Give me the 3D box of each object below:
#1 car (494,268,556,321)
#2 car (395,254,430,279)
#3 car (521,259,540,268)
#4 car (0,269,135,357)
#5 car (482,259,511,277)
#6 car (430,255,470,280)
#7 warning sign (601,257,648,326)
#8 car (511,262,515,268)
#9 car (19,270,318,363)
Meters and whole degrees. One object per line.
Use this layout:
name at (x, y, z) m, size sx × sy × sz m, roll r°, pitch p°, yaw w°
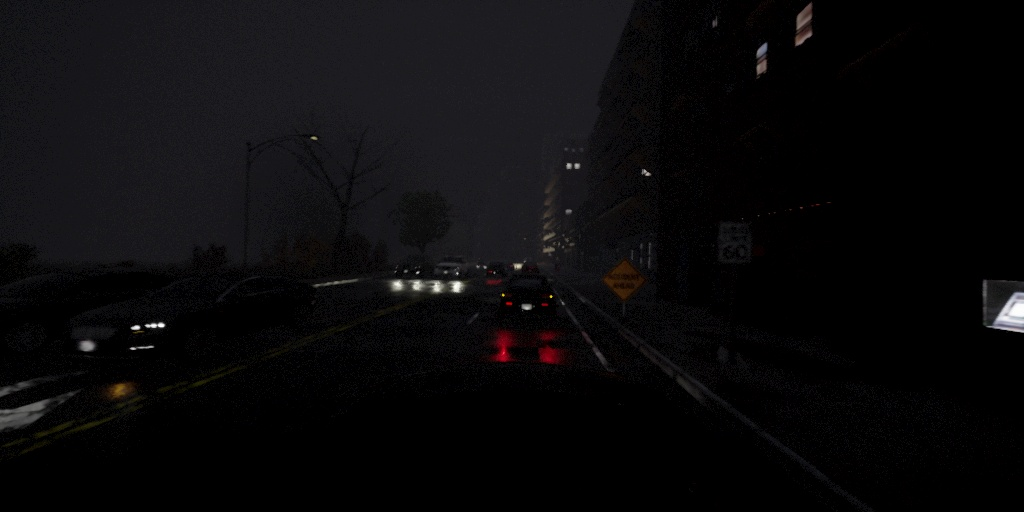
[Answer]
car at (0.563, 1.323, 12.754) m, size 1.812 × 1.442 × 4.674 m, roll 1°, pitch 0°, yaw 3°
car at (-8.341, 0.886, 31.493) m, size 2.150 × 2.045 × 5.566 m, roll 1°, pitch 0°, yaw 3°
car at (1.963, 1.383, 38.945) m, size 1.882 × 1.535 × 5.008 m, roll 1°, pitch 0°, yaw 3°
car at (-9.629, 1.069, 8.025) m, size 1.837 × 1.490 × 4.892 m, roll 1°, pitch 0°, yaw 3°
car at (-1.471, 1.327, 35.912) m, size 1.837 × 1.490 × 4.892 m, roll 1°, pitch 0°, yaw 3°
car at (-5.102, 0.955, 31.236) m, size 2.150 × 2.045 × 5.566 m, roll 1°, pitch 0°, yaw 3°
warning sign at (3.177, 0.961, 10.237) m, size 1.300 × 1.860 × 1.060 m, roll 0°, pitch 0°, yaw 3°
car at (-0.701, 1.449, 50.598) m, size 1.994 × 1.385 × 4.181 m, roll 1°, pitch 0°, yaw 3°
car at (-6.380, 1.125, 7.937) m, size 2.128 × 1.511 × 4.902 m, roll 1°, pitch 0°, yaw 3°
